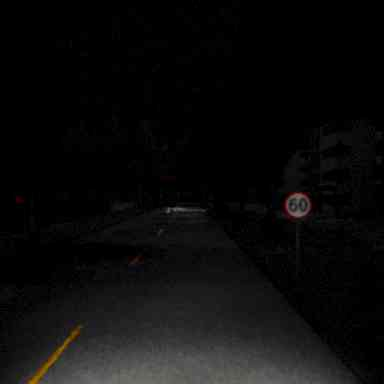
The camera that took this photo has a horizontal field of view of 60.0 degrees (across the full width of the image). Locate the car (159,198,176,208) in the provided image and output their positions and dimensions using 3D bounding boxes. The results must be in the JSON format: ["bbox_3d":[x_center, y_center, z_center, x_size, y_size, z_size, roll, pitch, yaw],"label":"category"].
[{"bbox_3d":[-4.290,2.187,62.075,2.128,1.511,4.902,0,-1,-15],"label":"car"}]

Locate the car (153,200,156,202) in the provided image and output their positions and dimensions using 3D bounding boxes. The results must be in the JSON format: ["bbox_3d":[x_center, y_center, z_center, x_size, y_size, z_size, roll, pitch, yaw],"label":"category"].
[{"bbox_3d":[-8.971,2.442,92.043,3.633,1.501,1.845,0,-1,0],"label":"car"}]
